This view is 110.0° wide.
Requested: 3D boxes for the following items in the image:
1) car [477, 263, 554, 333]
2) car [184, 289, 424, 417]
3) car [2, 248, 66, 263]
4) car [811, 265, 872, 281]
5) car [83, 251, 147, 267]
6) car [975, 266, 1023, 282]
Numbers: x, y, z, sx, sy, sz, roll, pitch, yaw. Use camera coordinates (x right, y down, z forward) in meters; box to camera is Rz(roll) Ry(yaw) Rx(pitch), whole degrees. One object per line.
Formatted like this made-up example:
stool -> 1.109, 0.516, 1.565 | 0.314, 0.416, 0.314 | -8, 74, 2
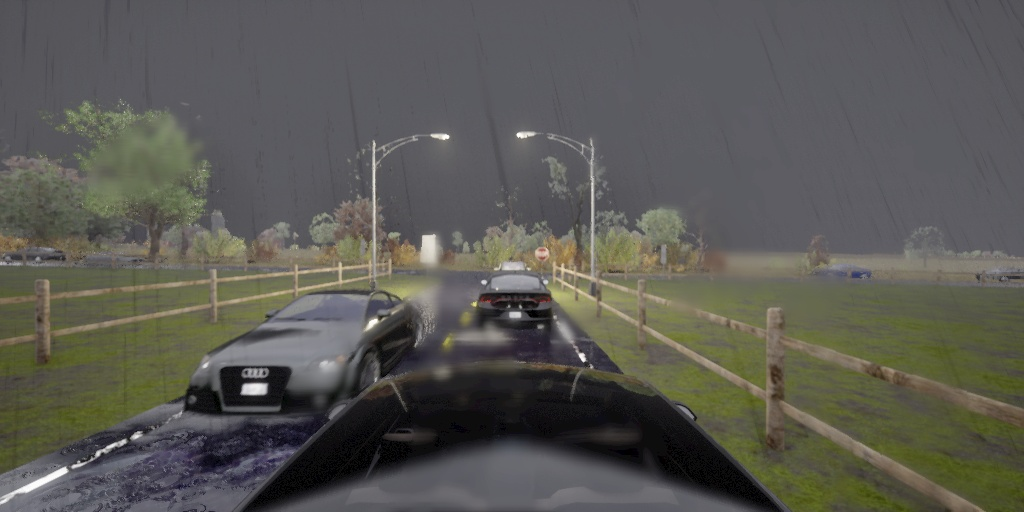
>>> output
car -> 0.086, 1.136, 10.469 | 1.882, 1.535, 5.008 | 0, 1, 0
car -> -2.852, 1.269, 5.962 | 1.994, 1.385, 4.181 | 0, 1, 0
car -> -46.976, -0.103, 35.417 | 4.892, 1.490, 1.837 | 1, 1, 0
car -> 32.578, 1.590, 35.559 | 5.008, 1.535, 1.882 | 1, 1, 0
car -> -35.928, 0.263, 32.538 | 4.181, 1.385, 1.994 | 1, 1, 0
car -> 49.038, 1.791, 35.484 | 4.902, 1.511, 2.128 | 1, 1, 0
